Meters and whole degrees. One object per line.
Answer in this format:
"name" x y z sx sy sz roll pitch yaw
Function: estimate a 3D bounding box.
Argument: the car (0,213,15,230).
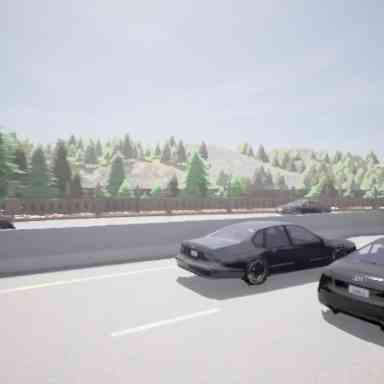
"car" -10.115 1.421 13.800 4.892 1.490 1.837 0 0 -35

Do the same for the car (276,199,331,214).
"car" 9.499 1.373 28.383 4.902 1.511 2.128 0 0 -22

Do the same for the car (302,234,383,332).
"car" 4.355 1.529 6.259 4.181 1.385 1.994 0 0 -31

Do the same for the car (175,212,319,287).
"car" 2.216 1.497 9.151 5.357 1.411 2.033 0 0 -30
